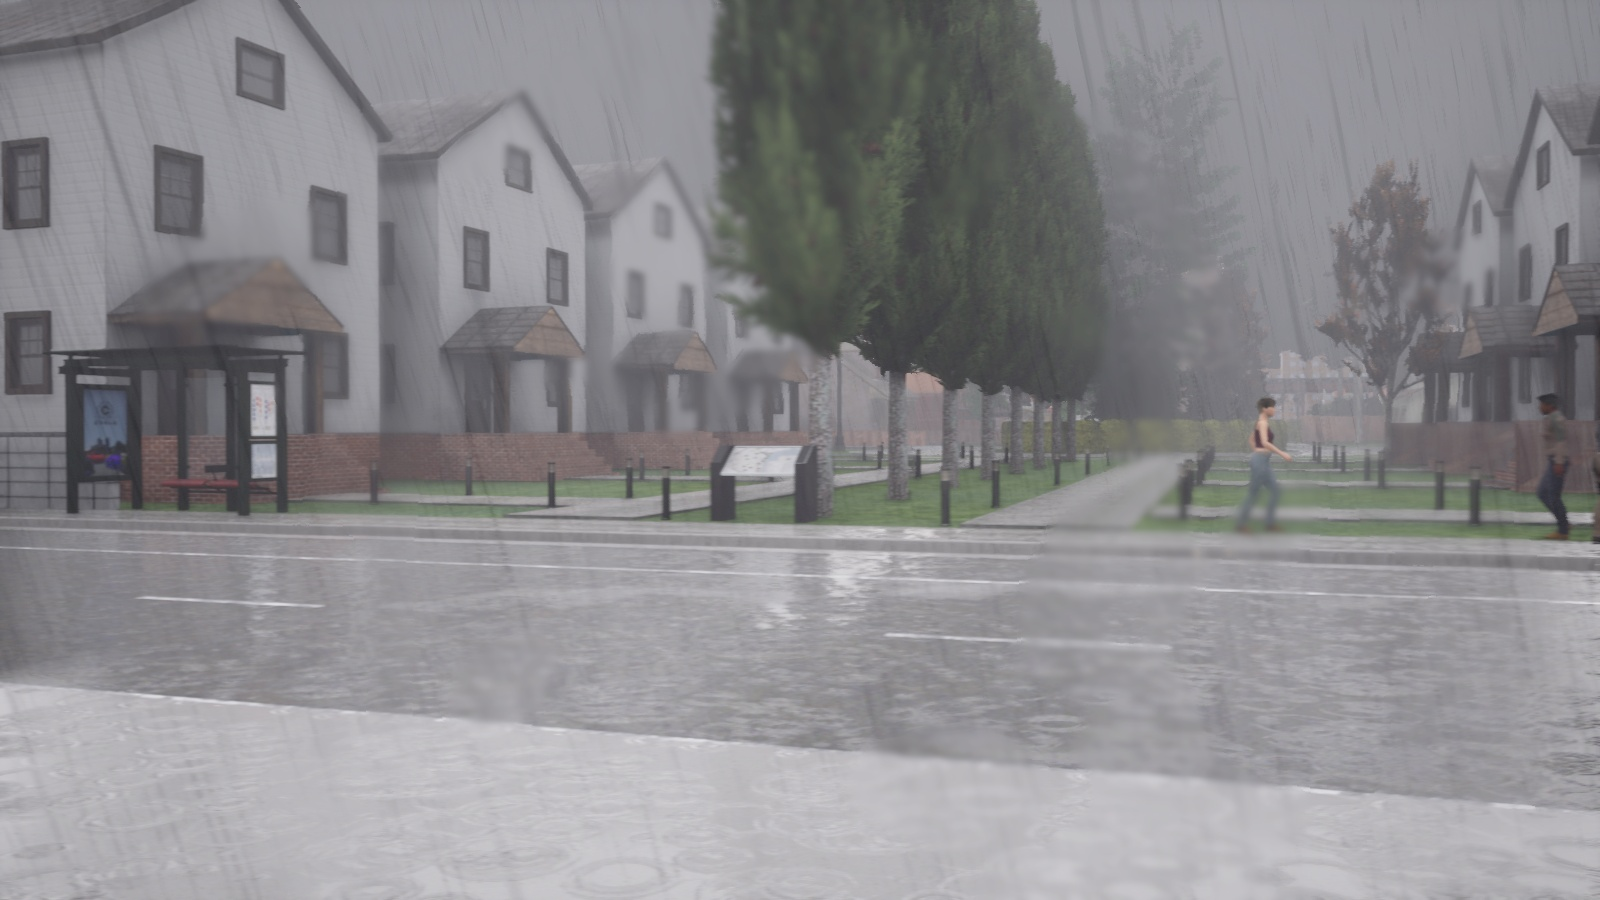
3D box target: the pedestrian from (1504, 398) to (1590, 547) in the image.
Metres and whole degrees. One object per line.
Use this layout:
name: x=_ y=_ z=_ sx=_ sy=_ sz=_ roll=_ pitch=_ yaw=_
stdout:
pedestrian: x=9.301 y=0.266 z=15.645 sx=0.869 sy=1.805 sz=0.328 roll=1 pitch=1 yaw=36

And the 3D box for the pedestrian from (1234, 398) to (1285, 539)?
pedestrian: x=6.105 y=0.237 z=16.688 sx=0.594 sy=1.836 sz=0.345 roll=1 pitch=1 yaw=26

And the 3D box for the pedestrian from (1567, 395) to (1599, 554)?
pedestrian: x=9.512 y=0.279 z=14.809 sx=0.694 sy=1.848 sz=0.540 roll=1 pitch=1 yaw=21
